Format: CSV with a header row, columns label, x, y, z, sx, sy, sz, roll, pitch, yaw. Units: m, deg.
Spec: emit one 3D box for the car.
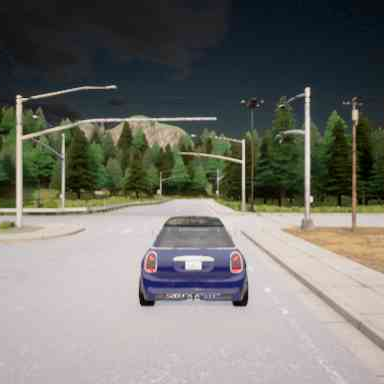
label,x,y,z,sx,sy,sz,roll,pitch,yaw
car,0.048,1.353,8.172,2.097,1.767,4.553,0,0,1
